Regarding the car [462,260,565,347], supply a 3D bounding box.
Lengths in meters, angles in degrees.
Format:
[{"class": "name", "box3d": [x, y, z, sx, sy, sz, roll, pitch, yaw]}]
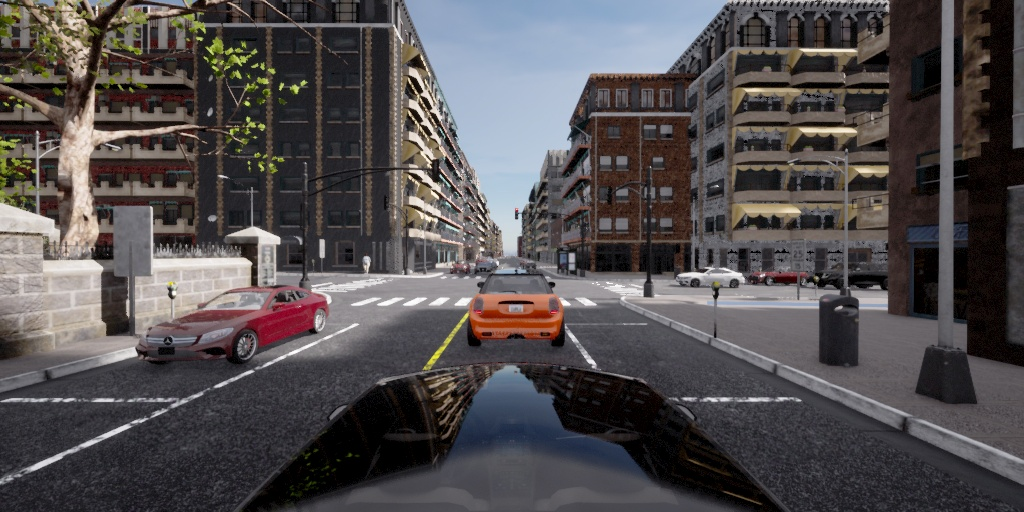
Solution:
[{"class": "car", "box3d": [0.113, 1.101, 9.522, 2.097, 1.767, 4.553, 0, 0, 1]}]

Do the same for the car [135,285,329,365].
[{"class": "car", "box3d": [-5.700, 1.331, 8.009, 1.802, 1.307, 4.207, 0, 0, 0]}]

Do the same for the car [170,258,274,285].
[{"class": "car", "box3d": [-18.117, 0.941, 22.591, 5.008, 1.535, 1.882, 1, 0, -1]}]

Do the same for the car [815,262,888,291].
[{"class": "car", "box3d": [25.202, 1.434, 26.393, 5.566, 2.045, 2.150, 1, 0, -1]}]

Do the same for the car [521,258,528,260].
[{"class": "car", "box3d": [2.602, 1.298, 51.706, 2.007, 1.370, 4.403, 0, 0, 0]}]

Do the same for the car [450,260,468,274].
[{"class": "car", "box3d": [-5.758, 1.187, 40.420, 1.967, 1.591, 4.097, 0, 0, 0]}]

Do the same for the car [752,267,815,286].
[{"class": "car", "box3d": [21.332, 1.570, 28.904, 4.097, 1.591, 1.967, 0, 0, -1]}]

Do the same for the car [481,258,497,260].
[{"class": "car", "box3d": [-3.173, 1.312, 51.068, 1.994, 1.385, 4.181, 0, 0, 0]}]

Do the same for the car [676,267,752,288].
[{"class": "car", "box3d": [14.472, 1.549, 26.249, 4.674, 1.442, 1.812, 1, 0, -2]}]

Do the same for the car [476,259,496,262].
[{"class": "car", "box3d": [-3.162, 1.312, 41.018, 1.994, 1.385, 4.181, 0, 0, 0]}]

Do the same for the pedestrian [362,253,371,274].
[{"class": "pedestrian", "box3d": [-12.765, 0.651, 31.400, 0.375, 1.860, 0.375, 0, -1, -1]}]
